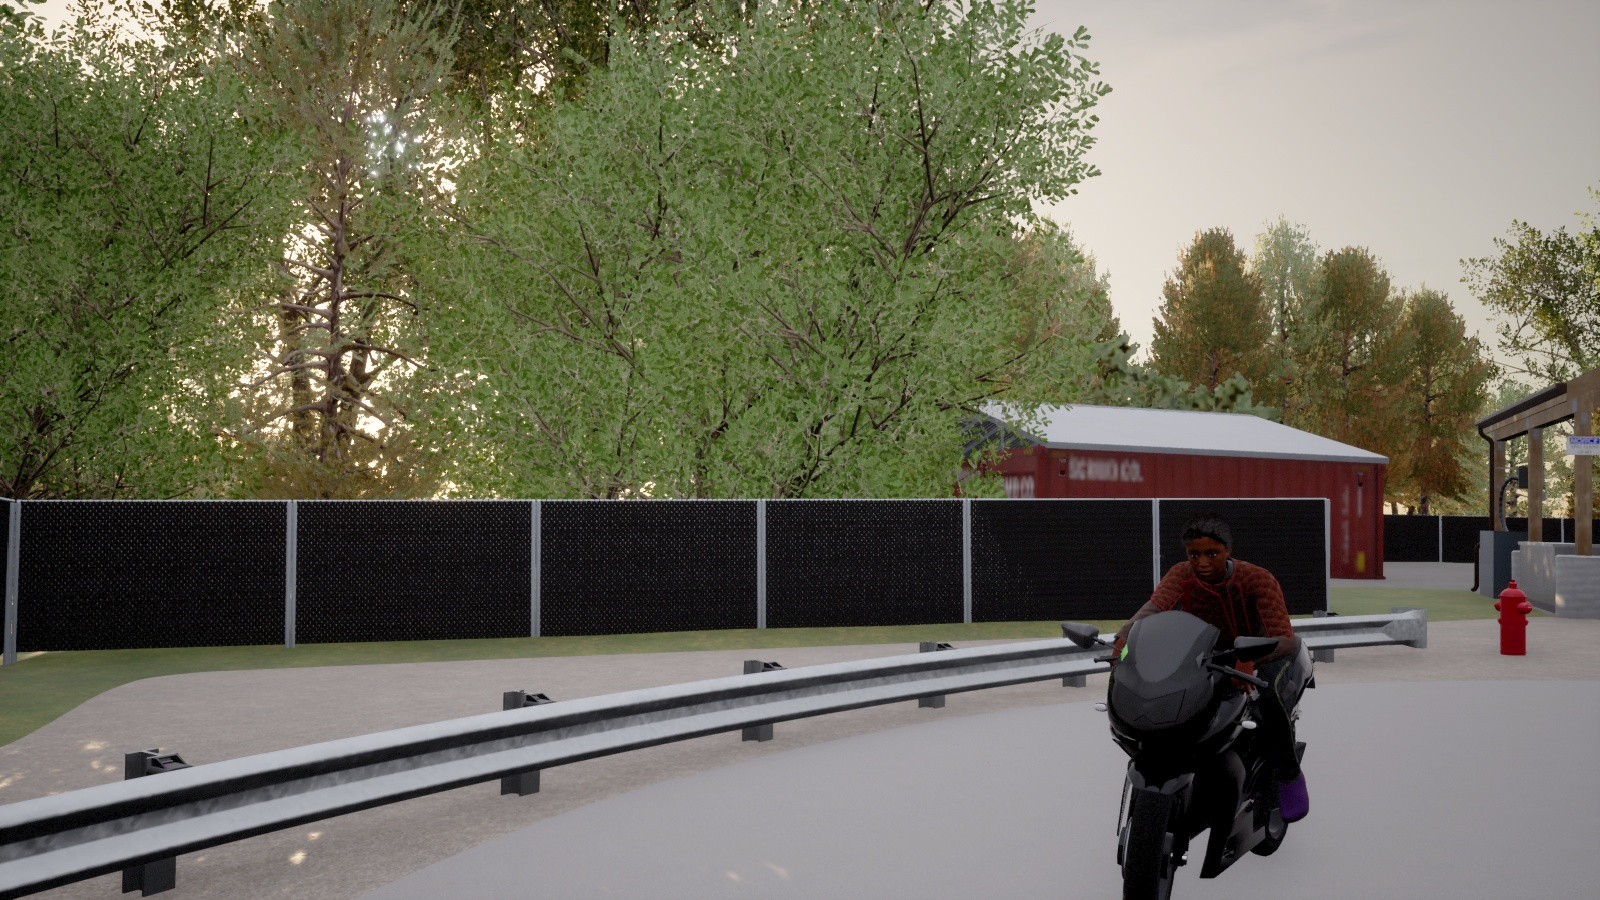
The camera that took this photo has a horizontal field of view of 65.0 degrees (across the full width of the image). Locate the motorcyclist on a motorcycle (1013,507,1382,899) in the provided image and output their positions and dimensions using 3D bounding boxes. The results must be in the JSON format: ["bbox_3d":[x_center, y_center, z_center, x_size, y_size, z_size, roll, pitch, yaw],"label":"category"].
[{"bbox_3d":[1.676,0.996,5.020,0.797,1.523,2.044,-1,-3,36],"label":"motorcyclist on a motorcycle"}]
